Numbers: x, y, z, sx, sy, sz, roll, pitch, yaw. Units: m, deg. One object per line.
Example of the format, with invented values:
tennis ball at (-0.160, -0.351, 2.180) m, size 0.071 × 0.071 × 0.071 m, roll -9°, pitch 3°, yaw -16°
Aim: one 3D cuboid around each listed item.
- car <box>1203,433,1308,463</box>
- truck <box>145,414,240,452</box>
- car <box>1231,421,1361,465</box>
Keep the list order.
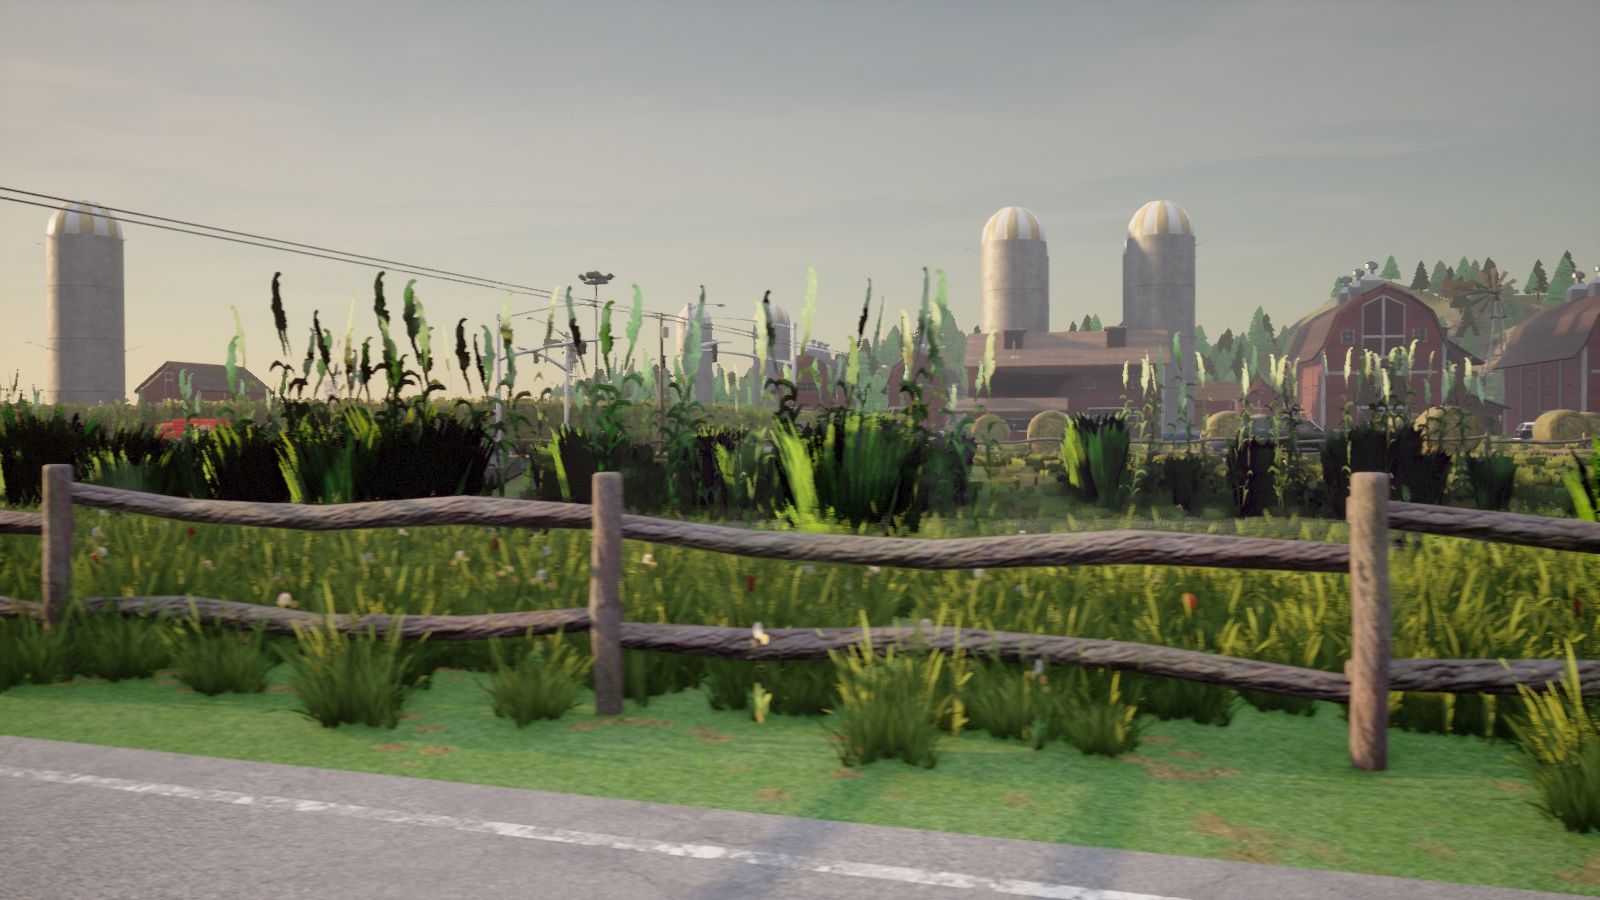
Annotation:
car at (23.046, -0.131, 63.703) m, size 4.892 × 1.490 × 1.837 m, roll 0°, pitch 1°, yaw 16°
truck at (-40.519, -1.150, 83.863) m, size 5.204 × 2.467 × 2.627 m, roll 0°, pitch 1°, yaw 13°
car at (23.578, -0.355, 59.911) m, size 5.566 × 2.045 × 2.150 m, roll 0°, pitch 1°, yaw 16°
